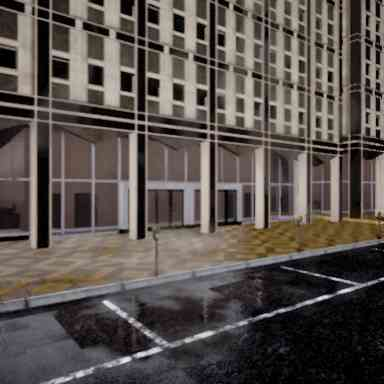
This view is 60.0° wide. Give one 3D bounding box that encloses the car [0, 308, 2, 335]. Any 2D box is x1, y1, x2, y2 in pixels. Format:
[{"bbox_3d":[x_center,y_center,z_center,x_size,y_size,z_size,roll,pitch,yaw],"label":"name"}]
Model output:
[{"bbox_3d":[-4.385,1.580,3.431,4.206,1.307,1.802,0,0,-35],"label":"car"}]
